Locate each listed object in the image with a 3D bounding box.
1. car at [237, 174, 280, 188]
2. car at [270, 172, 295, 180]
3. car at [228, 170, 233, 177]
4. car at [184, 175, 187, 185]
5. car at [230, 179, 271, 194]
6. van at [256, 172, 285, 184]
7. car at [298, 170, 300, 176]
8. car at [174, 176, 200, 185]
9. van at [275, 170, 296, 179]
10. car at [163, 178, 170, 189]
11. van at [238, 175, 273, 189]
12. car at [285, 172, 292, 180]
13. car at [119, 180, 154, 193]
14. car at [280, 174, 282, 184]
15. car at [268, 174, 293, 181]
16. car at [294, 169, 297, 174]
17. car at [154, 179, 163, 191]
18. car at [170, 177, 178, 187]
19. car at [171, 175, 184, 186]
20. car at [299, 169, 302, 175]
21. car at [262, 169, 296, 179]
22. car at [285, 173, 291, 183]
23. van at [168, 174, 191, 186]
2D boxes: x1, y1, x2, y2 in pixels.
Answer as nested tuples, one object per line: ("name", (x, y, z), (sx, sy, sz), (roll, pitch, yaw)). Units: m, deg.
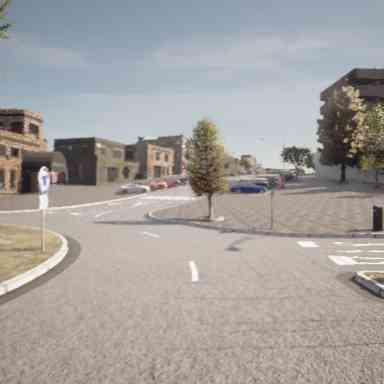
("car", (10.076, -1.328, 51.083), (5.566, 2.045, 2.435), (0, 6, 3))
("car", (21.440, -3.768, 78.740), (5.366, 1.575, 1.946), (0, 6, 2))
("car", (8.522, -4.937, 93.873), (4.553, 1.767, 2.185), (-2, 5, 2))
("car", (-3.333, -1.949, 63.975), (5.008, 1.535, 2.097), (-2, 4, 1))
("car", (7.753, -0.544, 45.620), (5.008, 1.535, 2.097), (0, 5, 3))
("van", (13.746, -2.109, 59.335), (4.442, 1.987, 1.878), (0, 5, 3))
("car", (23.649, -4.298, 84.286), (5.366, 1.575, 1.946), (0, 5, 2))
("car", (-1.008, -2.483, 69.422), (5.366, 1.575, 1.946), (-2, 4, 2))
("van", (22.844, -4.259, 81.487), (4.442, 1.987, 1.878), (0, 5, 2))
("car", (-6.495, -1.283, 55.741), (4.553, 1.767, 2.185), (-2, 5, 1))
("van", (9.047, -1.036, 48.339), (4.442, 1.987, 1.878), (0, 5, 3))
("car", (17.145, -2.660, 67.640), (4.792, 1.488, 2.163), (0, 5, 3))
("car", (-8.643, -0.590, 50.280), (4.674, 1.452, 2.002), (-2, 4, 1))
("car", (12.426, -1.740, 56.598), (4.553, 1.767, 2.185), (0, 5, 3))
("car", (19.400, -3.228, 73.192), (4.892, 1.521, 2.231), (0, 5, 2))
("car", (20.546, -3.748, 75.943), (5.566, 2.045, 2.435), (0, 5, 2))
("car", (-7.553, -0.866, 53.021), (4.792, 1.488, 2.163), (-2, 4, 1))
("car", (-5.486, -1.391, 58.496), (4.792, 1.488, 2.163), (-2, 5, 1))
("car", (-4.366, -1.810, 61.219), (4.553, 1.767, 2.185), (-2, 5, 1))
("car", (24.967, -4.804, 87.029), (5.566, 2.045, 2.435), (0, 5, 2))
("car", (18.292, -3.209, 70.389), (5.566, 2.045, 2.435), (0, 5, 2))
("car", (15.970, -2.419, 64.868), (4.892, 1.521, 2.231), (0, 6, 3))
("van", (-2.386, -2.432, 66.686), (4.442, 1.987, 1.878), (-2, 5, 1))
